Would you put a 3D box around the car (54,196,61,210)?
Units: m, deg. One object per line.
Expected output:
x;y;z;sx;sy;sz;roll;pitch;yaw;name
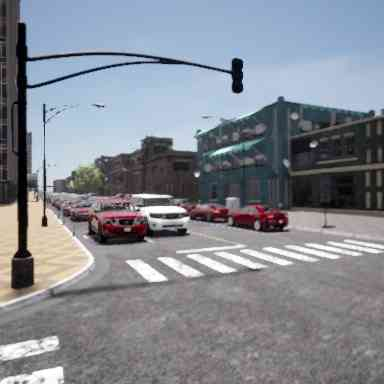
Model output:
-15.681;1.503;41.234;1.802;1.307;4.206;1;0;-25;car

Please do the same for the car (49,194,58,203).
-20.442;1.448;51.256;1.887;1.381;4.507;1;0;-25;car

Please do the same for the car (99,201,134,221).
-6.401;1.489;27.726;1.994;1.385;4.181;0;0;-25;car

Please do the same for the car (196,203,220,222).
1.411;1.484;24.792;1.802;1.307;4.206;0;0;-25;car

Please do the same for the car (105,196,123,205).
-12.946;1.389;55.007;1.752;1.417;4.829;1;0;-25;car

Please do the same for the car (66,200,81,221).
-8.540;1.520;26.207;1.802;1.307;4.206;0;0;-25;car

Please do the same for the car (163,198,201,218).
-0.970;1.338;29.804;1.967;1.590;4.097;0;0;-25;car

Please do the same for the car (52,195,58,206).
-18.062;1.495;46.246;1.802;1.307;4.206;1;0;-25;car

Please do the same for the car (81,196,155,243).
-3.776;1.261;16.188;2.192;1.841;5.009;0;0;-25;car

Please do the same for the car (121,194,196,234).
-2.087;1.154;18.638;2.150;2.045;5.566;0;0;-26;car

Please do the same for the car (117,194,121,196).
-8.109;1.196;44.832;2.192;1.841;5.009;0;0;-25;car

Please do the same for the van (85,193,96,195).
-22.393;1.157;74.892;1.690;1.788;3.998;1;0;-25;van

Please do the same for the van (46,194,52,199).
-27.581;1.210;66.285;1.690;1.788;3.998;1;0;-25;van

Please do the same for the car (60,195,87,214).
-10.919;1.374;31.217;1.967;1.590;4.097;1;0;-25;car

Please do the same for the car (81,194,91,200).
-27.155;1.228;84.911;1.967;1.590;4.097;1;0;-25;car

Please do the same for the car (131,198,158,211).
-5.731;1.439;39.823;2.008;1.369;4.403;0;0;-25;car

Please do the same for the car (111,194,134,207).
-10.490;1.188;49.844;2.192;1.841;5.009;1;0;-25;car

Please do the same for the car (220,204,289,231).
3.791;1.450;19.784;1.887;1.381;4.507;0;0;-25;car
